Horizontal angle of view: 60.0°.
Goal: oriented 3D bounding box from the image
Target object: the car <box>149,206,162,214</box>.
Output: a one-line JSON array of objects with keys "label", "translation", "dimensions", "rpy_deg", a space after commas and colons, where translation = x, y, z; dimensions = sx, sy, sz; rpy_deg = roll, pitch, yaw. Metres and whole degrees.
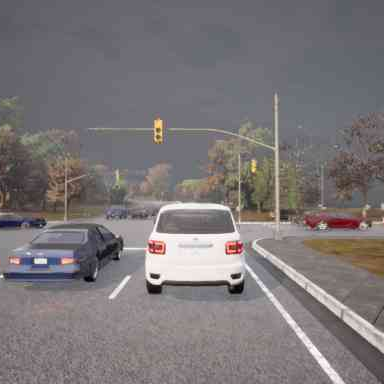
[{"label": "car", "translation": [-7.070, 3.480, 65.226], "dimensions": [1.895, 1.301, 4.718], "rpy_deg": [0, 0, 1]}]

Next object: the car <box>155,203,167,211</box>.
[{"label": "car", "translation": [-7.035, 3.379, 75.923], "dimensions": [2.033, 1.411, 5.357], "rpy_deg": [0, 0, 0]}]

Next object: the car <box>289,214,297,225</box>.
[{"label": "car", "translation": [11.703, 2.387, 29.125], "dimensions": [5.357, 1.411, 2.033], "rpy_deg": [0, -3, -1]}]

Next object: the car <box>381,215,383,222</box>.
[{"label": "car", "translation": [21.402, 2.505, 33.008], "dimensions": [4.902, 1.511, 2.128], "rpy_deg": [0, -3, -3]}]

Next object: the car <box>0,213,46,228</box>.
[{"label": "car", "translation": [-14.084, 2.322, 26.468], "dimensions": [4.718, 1.301, 1.895], "rpy_deg": [0, -3, 8]}]

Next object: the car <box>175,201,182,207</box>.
[{"label": "car", "translation": [-3.634, 3.092, 87.425], "dimensions": [1.882, 1.535, 5.008], "rpy_deg": [0, 0, -3]}]

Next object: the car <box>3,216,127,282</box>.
[{"label": "car", "translation": [-3.422, 1.664, 10.015], "dimensions": [2.033, 1.411, 5.357], "rpy_deg": [0, -1, 0]}]

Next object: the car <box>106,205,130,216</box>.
[{"label": "car", "translation": [-10.630, 2.807, 47.135], "dimensions": [2.150, 2.045, 5.566], "rpy_deg": [0, -2, -2]}]

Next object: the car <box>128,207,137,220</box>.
[{"label": "car", "translation": [-7.108, 3.143, 45.776], "dimensions": [1.895, 1.301, 4.718], "rpy_deg": [0, -2, -1]}]

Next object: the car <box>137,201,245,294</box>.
[{"label": "car", "translation": [0.079, 1.320, 9.162], "dimensions": [2.150, 2.045, 5.566], "rpy_deg": [0, -1, 0]}]

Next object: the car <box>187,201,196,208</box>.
[{"label": "car", "translation": [-0.158, 3.285, 87.779], "dimensions": [1.837, 1.490, 4.892], "rpy_deg": [0, 0, -3]}]

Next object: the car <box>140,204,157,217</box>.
[{"label": "car", "translation": [-7.116, 3.006, 55.304], "dimensions": [2.150, 2.045, 5.566], "rpy_deg": [0, -1, 0]}]

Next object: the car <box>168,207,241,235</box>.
[{"label": "car", "translation": [0.806, 1.870, 21.927], "dimensions": [4.553, 1.767, 2.097], "rpy_deg": [0, -3, 1]}]

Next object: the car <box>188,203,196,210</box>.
[{"label": "car", "translation": [-0.036, 3.331, 77.628], "dimensions": [1.837, 1.490, 4.892], "rpy_deg": [0, 0, 0]}]

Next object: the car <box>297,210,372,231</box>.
[{"label": "car", "translation": [11.051, 2.152, 25.434], "dimensions": [5.008, 1.535, 1.882], "rpy_deg": [0, -2, -1]}]

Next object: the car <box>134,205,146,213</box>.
[{"label": "car", "translation": [-10.541, 3.479, 67.711], "dimensions": [1.895, 1.301, 4.718], "rpy_deg": [0, 0, 0]}]
